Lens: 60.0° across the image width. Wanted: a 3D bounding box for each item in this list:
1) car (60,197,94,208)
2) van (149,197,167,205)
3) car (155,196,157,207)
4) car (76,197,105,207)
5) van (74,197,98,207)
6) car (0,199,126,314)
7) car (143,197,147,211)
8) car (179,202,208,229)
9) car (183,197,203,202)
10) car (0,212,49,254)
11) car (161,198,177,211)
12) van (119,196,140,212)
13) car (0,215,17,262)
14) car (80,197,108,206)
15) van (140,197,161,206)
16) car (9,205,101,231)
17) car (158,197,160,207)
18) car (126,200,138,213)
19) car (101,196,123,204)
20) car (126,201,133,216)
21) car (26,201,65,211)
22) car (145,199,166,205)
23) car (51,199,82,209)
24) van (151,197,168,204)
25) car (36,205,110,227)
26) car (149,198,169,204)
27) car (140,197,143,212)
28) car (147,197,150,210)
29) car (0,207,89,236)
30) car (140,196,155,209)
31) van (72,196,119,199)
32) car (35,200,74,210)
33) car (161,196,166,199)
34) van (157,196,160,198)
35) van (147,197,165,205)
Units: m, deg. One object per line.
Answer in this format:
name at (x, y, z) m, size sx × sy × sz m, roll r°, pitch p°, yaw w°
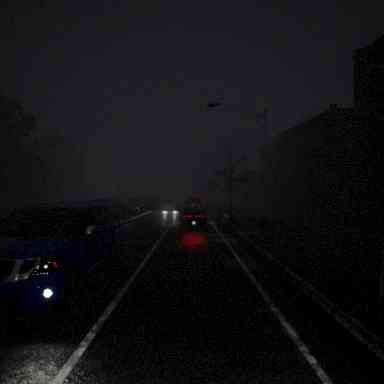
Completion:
car at (-21.978, 1.991, 63.810) m, size 5.566 × 2.045 × 2.435 m, roll 0°, pitch -1°, yaw 0°
van at (-8.761, 2.257, 86.752) m, size 4.442 × 1.987 × 1.878 m, roll 0°, pitch 0°, yaw 0°
car at (-8.838, 1.852, 53.111) m, size 5.566 × 2.045 × 2.435 m, roll 0°, pitch -1°, yaw 0°
car at (-21.981, 2.099, 72.136) m, size 5.566 × 2.045 × 2.435 m, roll 0°, pitch -1°, yaw 0°
van at (-22.068, 2.088, 69.360) m, size 4.442 × 1.987 × 1.878 m, roll 0°, pitch -1°, yaw 0°
car at (-3.341, 1.301, 8.155) m, size 2.150 × 2.045 × 5.566 m, roll 0°, pitch -1°, yaw 0°
car at (-8.832, 1.869, 44.700) m, size 4.553 × 1.767 × 2.185 m, roll 0°, pitch -1°, yaw 0°
car at (0.125, 1.762, 23.948) m, size 1.837 × 1.490 × 4.892 m, roll 0°, pitch 0°, yaw 0°
car at (0.142, 1.690, 40.866) m, size 2.150 × 2.045 × 5.566 m, roll 0°, pitch -1°, yaw 0°
car at (-8.824, 1.633, 13.867) m, size 4.792 × 1.488 × 2.163 m, roll 0°, pitch -1°, yaw 0°
car at (-3.273, 2.122, 50.744) m, size 1.812 × 1.442 × 4.674 m, roll 0°, pitch -1°, yaw 0°
van at (-8.745, 1.696, 39.095) m, size 4.442 × 1.987 × 1.878 m, roll 0°, pitch -1°, yaw 0°
car at (-8.847, 1.576, 11.069) m, size 4.892 × 1.521 × 2.231 m, roll 0°, pitch -1°, yaw 0°
car at (-21.925, 2.130, 74.913) m, size 5.566 × 2.045 × 2.435 m, roll 0°, pitch -1°, yaw 0°
van at (-8.990, 2.133, 72.730) m, size 4.442 × 1.987 × 1.878 m, roll 0°, pitch -1°, yaw 0°
car at (-9.041, 1.700, 22.274) m, size 5.366 × 1.575 × 1.946 m, roll 0°, pitch -1°, yaw 0°
car at (-8.863, 2.214, 61.517) m, size 4.892 × 1.521 × 2.231 m, roll 0°, pitch -1°, yaw 0°
car at (-8.855, 1.885, 36.289) m, size 5.008 × 1.535 × 2.097 m, roll 0°, pitch -1°, yaw 0°
car at (-21.930, 2.257, 91.571) m, size 5.566 × 2.045 × 2.435 m, roll 0°, pitch 0°, yaw 0°
car at (-8.830, 1.878, 33.486) m, size 4.792 × 1.488 × 2.163 m, roll 0°, pitch -1°, yaw 0°
car at (-21.951, 2.063, 49.929) m, size 4.892 × 1.521 × 2.231 m, roll 0°, pitch -1°, yaw 0°
car at (-8.905, 2.474, 81.146) m, size 4.792 × 1.488 × 2.163 m, roll 0°, pitch 0°, yaw 0°
car at (-21.979, 2.044, 58.256) m, size 4.553 × 1.767 × 2.185 m, roll 0°, pitch -1°, yaw 0°
van at (-8.996, 2.287, 92.362) m, size 4.442 × 1.987 × 1.878 m, roll 0°, pitch 0°, yaw 0°
car at (-8.886, 1.769, 25.077) m, size 4.792 × 1.488 × 2.163 m, roll 0°, pitch -1°, yaw 0°
car at (-8.873, 2.498, 89.558) m, size 5.008 × 1.535 × 2.097 m, roll 0°, pitch 0°, yaw 0°
car at (-8.894, 1.832, 41.897) m, size 4.553 × 1.767 × 2.185 m, roll 0°, pitch -1°, yaw 0°
car at (-8.833, 1.905, 47.503) m, size 4.553 × 1.767 × 2.185 m, roll 0°, pitch -1°, yaw 0°
car at (-8.850, 1.668, 19.474) m, size 5.008 × 1.535 × 2.097 m, roll 0°, pitch -1°, yaw 0°
car at (-8.837, 1.816, 50.308) m, size 5.566 × 2.045 × 2.435 m, roll 0°, pitch -1°, yaw 0°
van at (-8.741, 1.550, 27.883) m, size 4.442 × 1.987 × 1.878 m, roll 0°, pitch -1°, yaw 0°
car at (-21.761, 2.095, 52.705) m, size 5.366 × 1.575 × 1.946 m, roll 0°, pitch -1°, yaw 0°
car at (-8.844, 2.071, 69.930) m, size 5.566 × 2.045 × 2.435 m, roll 0°, pitch -1°, yaw 0°
van at (-8.987, 2.024, 64.323) m, size 4.442 × 1.987 × 1.878 m, roll 0°, pitch -1°, yaw 0°
van at (-8.993, 2.238, 83.950) m, size 4.442 × 1.987 × 1.878 m, roll 0°, pitch 0°, yaw 0°
